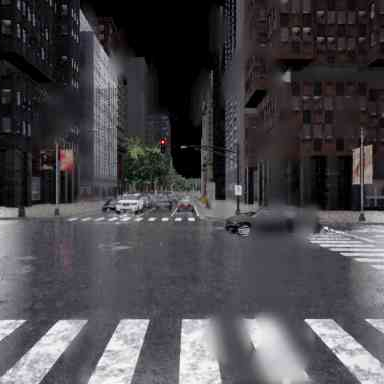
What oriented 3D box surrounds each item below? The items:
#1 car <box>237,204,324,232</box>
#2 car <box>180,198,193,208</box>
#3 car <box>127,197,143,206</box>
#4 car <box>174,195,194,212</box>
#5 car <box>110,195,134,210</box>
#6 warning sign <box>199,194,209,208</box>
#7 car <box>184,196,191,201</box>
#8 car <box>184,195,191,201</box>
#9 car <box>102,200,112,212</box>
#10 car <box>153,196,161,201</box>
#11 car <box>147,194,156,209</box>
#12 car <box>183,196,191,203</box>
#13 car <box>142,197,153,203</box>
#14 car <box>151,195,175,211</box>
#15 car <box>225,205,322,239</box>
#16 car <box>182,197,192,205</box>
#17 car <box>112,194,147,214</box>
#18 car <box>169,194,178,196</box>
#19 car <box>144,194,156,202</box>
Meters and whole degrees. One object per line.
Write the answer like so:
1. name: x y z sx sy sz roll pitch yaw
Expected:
1. car: 5.445 1.591 20.923 4.902 1.511 2.128 1 0 -1
2. car: -0.817 1.614 49.853 1.802 1.307 4.206 0 0 -1
3. car: -9.391 1.570 55.035 1.752 1.417 4.829 0 0 -1
4. car: -0.717 1.448 39.004 1.967 1.590 4.097 0 0 -1
5. car: -9.292 1.335 44.354 2.192 1.841 5.009 0 0 -1
6. warning sign: 1.560 1.132 42.696 1.300 1.860 1.060 0 0 -1
7. car: -1.222 1.696 93.252 1.887 1.381 4.507 0 0 -1
8. car: -1.171 1.574 87.827 1.967 1.590 4.097 0 0 -1
9. car: -9.241 1.574 38.928 1.947 1.339 4.313 0 0 -1
10. car: -9.745 1.696 93.185 1.887 1.381 4.507 0 0 -1
11. car: -6.634 1.375 45.591 2.097 1.767 4.553 0 0 0
12. car: -1.020 1.612 71.723 1.752 1.417 4.829 0 0 -1
13. car: -9.544 1.669 71.482 1.802 1.307 4.206 0 0 -1
14. car: -3.423 1.505 41.556 2.128 1.511 4.902 0 0 0
15. car: 4.251 1.563 17.663 5.008 1.535 1.882 1 0 0
16. car: -0.918 1.603 60.703 1.887 1.381 4.507 0 0 -1
17. car: -6.545 1.223 35.566 2.150 2.045 5.566 0 0 -1
18. car: -3.631 1.675 66.609 1.895 1.301 4.718 0 0 -1
19. car: -9.595 1.417 76.909 2.192 1.841 5.009 0 0 -1
